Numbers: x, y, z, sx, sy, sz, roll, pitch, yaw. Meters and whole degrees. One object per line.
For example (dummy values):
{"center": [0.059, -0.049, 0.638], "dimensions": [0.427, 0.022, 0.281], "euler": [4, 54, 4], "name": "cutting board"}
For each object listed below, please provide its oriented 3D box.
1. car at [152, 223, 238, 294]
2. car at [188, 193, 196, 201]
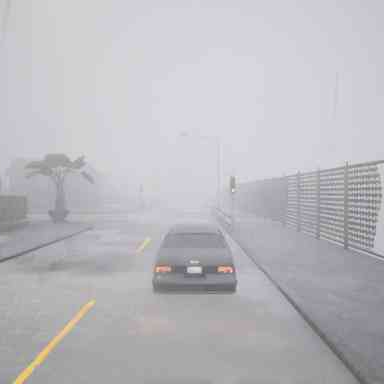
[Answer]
{"center": [0.070, 1.547, 8.911], "dimensions": [2.033, 1.411, 5.357], "euler": [0, 0, 1], "name": "car"}
{"center": [0.065, 1.225, 87.015], "dimensions": [2.150, 2.045, 5.566], "euler": [0, 0, 0], "name": "car"}
